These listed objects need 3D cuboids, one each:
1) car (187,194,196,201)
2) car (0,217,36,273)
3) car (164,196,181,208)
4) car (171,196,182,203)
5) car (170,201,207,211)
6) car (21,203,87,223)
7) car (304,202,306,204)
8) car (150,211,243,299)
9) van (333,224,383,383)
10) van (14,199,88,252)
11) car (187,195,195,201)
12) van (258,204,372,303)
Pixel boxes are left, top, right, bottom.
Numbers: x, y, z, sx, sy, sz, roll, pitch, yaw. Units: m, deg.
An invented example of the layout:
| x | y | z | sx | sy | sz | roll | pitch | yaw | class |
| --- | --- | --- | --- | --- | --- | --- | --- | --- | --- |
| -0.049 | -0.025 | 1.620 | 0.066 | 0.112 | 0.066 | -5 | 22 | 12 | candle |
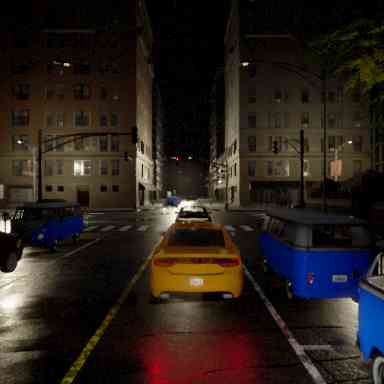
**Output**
| x | y | z | sx | sy | sz | roll | pitch | yaw | class |
| --- | --- | --- | --- | --- | --- | --- | --- | --- | --- |
| -0.227 | 1.339 | 79.387 | 2.097 | 1.767 | 4.553 | 0 | 0 | -1 | car |
| -5.822 | 1.544 | 7.940 | 1.887 | 1.381 | 4.507 | 0 | 0 | 0 | car |
| -3.050 | 1.463 | 48.878 | 1.882 | 1.535 | 5.008 | 0 | 0 | 0 | car |
| -3.141 | 1.522 | 69.651 | 2.033 | 1.411 | 5.357 | 0 | 0 | -1 | car |
| 0.075 | 1.486 | 17.919 | 2.128 | 1.511 | 4.902 | 0 | 0 | 0 | car |
| -10.361 | 1.542 | 25.123 | 4.181 | 1.385 | 1.994 | 0 | 0 | 6 | car |
| 11.412 | 1.449 | 29.072 | 5.008 | 1.535 | 1.882 | 0 | 0 | -1 | car |
| 0.114 | 1.477 | 8.500 | 1.882 | 1.535 | 5.008 | 0 | 0 | 1 | car |
| 2.679 | 1.341 | 2.255 | 1.690 | 1.788 | 3.998 | 0 | 0 | 0 | van |
| -5.796 | 1.338 | 13.600 | 1.690 | 1.788 | 3.998 | 0 | 0 | 0 | van |
| -0.313 | 1.583 | 89.168 | 1.895 | 1.301 | 4.718 | 0 | 0 | -1 | car |
| 2.704 | 1.340 | 7.912 | 1.690 | 1.788 | 3.998 | 0 | 0 | 0 | van |
